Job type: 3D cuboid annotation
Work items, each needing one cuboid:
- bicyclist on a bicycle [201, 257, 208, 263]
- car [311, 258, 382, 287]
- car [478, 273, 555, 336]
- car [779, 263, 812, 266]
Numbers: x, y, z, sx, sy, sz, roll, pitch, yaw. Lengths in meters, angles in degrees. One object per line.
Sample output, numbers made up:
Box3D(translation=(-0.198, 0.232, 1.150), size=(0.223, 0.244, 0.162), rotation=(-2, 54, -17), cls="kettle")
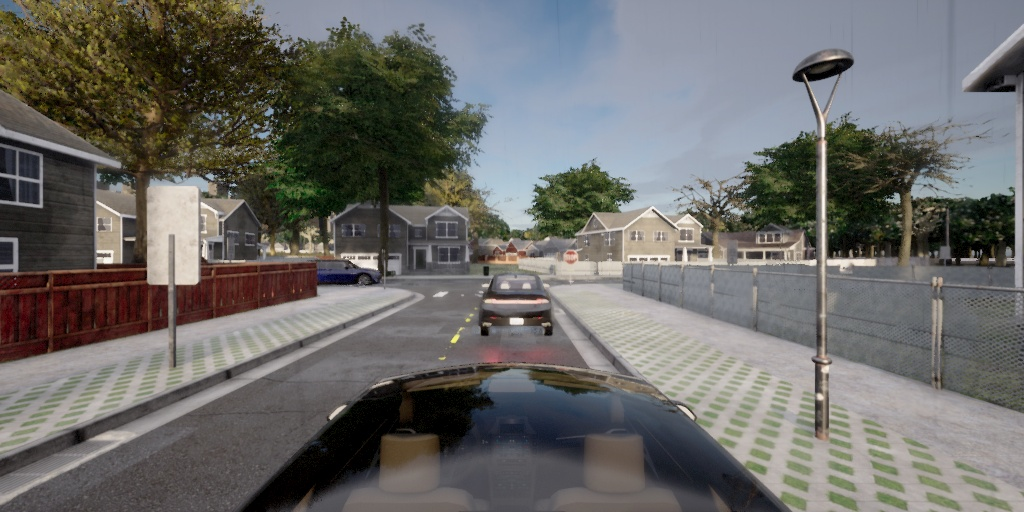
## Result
Box3D(translation=(-22.304, 0.872, 25.944), size=(0.582, 1.620, 1.656), rotation=(0, 0, -12), cls="bicyclist on a bicycle")
Box3D(translation=(-10.531, 1.014, 22.371), size=(4.553, 1.767, 2.097), rotation=(0, 0, -12), cls="car")
Box3D(translation=(0.115, 1.238, 10.379), size=(2.128, 1.511, 4.902), rotation=(0, 0, 0), cls="car")
Box3D(translation=(23.980, 1.324, 29.935), size=(5.008, 1.535, 1.882), rotation=(0, 0, -14), cls="car")
